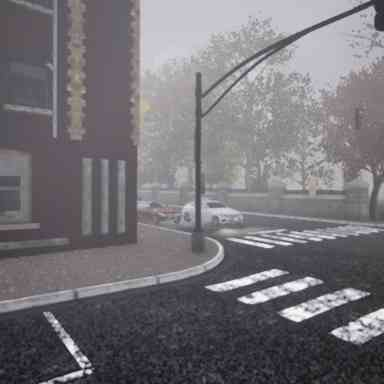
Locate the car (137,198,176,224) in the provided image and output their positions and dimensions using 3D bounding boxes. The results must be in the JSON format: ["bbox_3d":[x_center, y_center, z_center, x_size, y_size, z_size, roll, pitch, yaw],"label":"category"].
[{"bbox_3d":[-2.331,1.249,21.151,1.802,1.307,4.206,2,0,-36],"label":"car"}]

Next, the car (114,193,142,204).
[{"bbox_3d":[-8.519,0.849,44.003,2.008,1.369,4.403,1,0,-36],"label":"car"}]

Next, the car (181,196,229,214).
[{"bbox_3d":[1.118,1.114,30.682,1.752,1.417,4.829,1,0,-36],"label":"car"}]

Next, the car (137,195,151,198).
[{"bbox_3d":[-4.285,1.043,28.249,2.128,1.511,4.902,0,1,-36],"label":"car"}]

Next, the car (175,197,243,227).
[{"bbox_3d":[1.137,1.242,20.731,1.812,1.442,4.674,0,1,-35],"label":"car"}]
